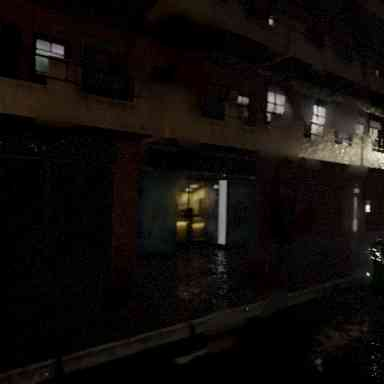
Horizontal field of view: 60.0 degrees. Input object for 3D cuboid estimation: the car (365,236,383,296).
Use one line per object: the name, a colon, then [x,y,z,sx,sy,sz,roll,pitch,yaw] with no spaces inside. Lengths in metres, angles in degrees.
car: [6.175,1.225,7.475,5.566,2.045,2.150,0,0,-35]
